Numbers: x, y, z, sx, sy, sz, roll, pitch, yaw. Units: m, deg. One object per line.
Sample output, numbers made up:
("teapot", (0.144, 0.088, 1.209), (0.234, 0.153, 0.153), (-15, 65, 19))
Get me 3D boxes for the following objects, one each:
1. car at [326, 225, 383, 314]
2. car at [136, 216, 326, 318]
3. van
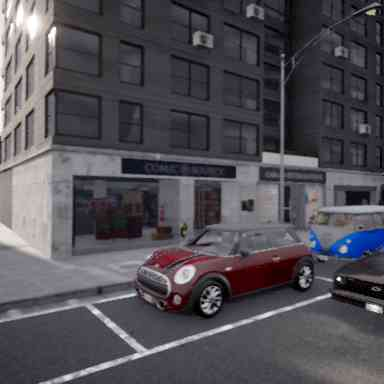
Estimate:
("car", (5.197, 1.542, 7.081), (5.357, 1.411, 2.033), (0, 0, -35))
("car", (0.817, 1.437, 7.337), (4.097, 1.590, 1.967), (0, 1, -35))
("van", (5.437, 1.334, 10.630), (3.998, 1.788, 1.690), (0, 1, -35))
